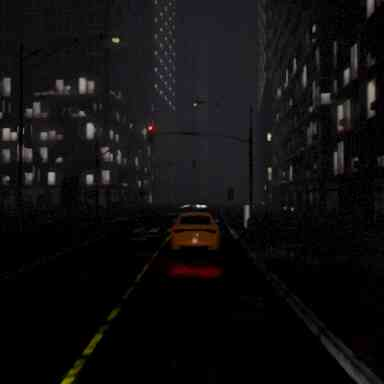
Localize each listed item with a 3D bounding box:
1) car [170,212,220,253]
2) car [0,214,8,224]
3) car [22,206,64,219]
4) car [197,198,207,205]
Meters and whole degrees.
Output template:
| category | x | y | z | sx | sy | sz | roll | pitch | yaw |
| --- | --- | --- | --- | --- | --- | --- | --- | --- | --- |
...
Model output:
| category | x | y | z | sx | sy | sz | roll | pitch | yaw |
| --- | --- | --- | --- | --- | --- | --- | --- | --- | --- |
| car | 0.174 | 1.609 | 14.407 | 1.882 | 1.535 | 5.008 | 0 | 0 | 2 |
| car | -17.672 | 2.062 | 27.807 | 4.403 | 1.369 | 2.008 | -1 | 0 | 10 |
| car | -16.172 | 2.176 | 36.051 | 4.403 | 1.369 | 2.008 | -1 | 0 | 10 |
| car | 2.142 | 2.100 | 72.896 | 2.128 | 1.511 | 4.902 | 0 | 0 | 8 |
